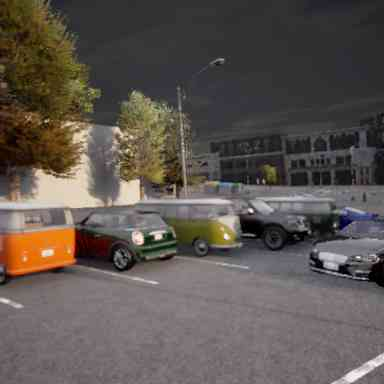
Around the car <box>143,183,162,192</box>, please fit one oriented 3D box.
[{"bbox_3d":[-7.720,-0.874,64.872,2.002,1.452,4.674,0,6,16],"label":"car"}]

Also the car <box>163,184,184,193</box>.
[{"bbox_3d":[-2.938,-0.626,61.383,2.163,1.488,4.792,1,6,17],"label":"car"}]

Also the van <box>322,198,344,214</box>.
[{"bbox_3d":[4.668,1.255,16.181,4.442,1.987,1.878,-1,0,36],"label":"van"}]

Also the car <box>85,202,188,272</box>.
[{"bbox_3d":[-2.694,1.368,11.091,4.553,1.767,2.185,-1,0,36],"label":"car"}]

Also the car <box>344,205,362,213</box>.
[{"bbox_3d":[7.262,1.474,17.773,5.008,1.535,2.097,-1,0,36],"label":"car"}]

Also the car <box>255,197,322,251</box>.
[{"bbox_3d":[2.297,1.232,14.435,5.566,2.045,2.435,-1,-1,36],"label":"car"}]

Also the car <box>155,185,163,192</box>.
[{"bbox_3d":[-5.310,-0.789,63.157,2.231,1.521,4.892,1,6,16],"label":"car"}]

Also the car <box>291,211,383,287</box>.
[{"bbox_3d":[5.298,1.475,9.275,4.902,1.511,2.128,0,0,-35],"label":"car"}]

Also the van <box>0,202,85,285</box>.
[{"bbox_3d":[-5.311,1.274,9.506,4.442,1.987,1.878,-1,0,36],"label":"van"}]

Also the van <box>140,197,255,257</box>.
[{"bbox_3d":[-0.126,1.261,12.716,4.442,1.987,1.878,-1,-1,36],"label":"van"}]
